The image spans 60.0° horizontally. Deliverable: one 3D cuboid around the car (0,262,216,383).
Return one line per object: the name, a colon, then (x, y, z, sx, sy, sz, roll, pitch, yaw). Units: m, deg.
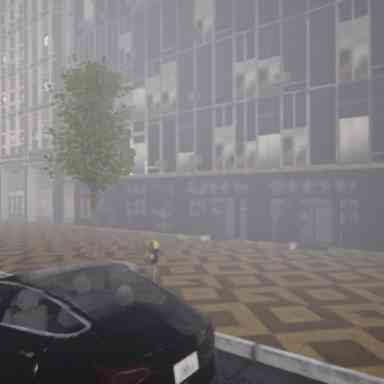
car: (-1.742, 1.575, 4.119, 4.313, 1.339, 1.947, 0, 0, 35)
